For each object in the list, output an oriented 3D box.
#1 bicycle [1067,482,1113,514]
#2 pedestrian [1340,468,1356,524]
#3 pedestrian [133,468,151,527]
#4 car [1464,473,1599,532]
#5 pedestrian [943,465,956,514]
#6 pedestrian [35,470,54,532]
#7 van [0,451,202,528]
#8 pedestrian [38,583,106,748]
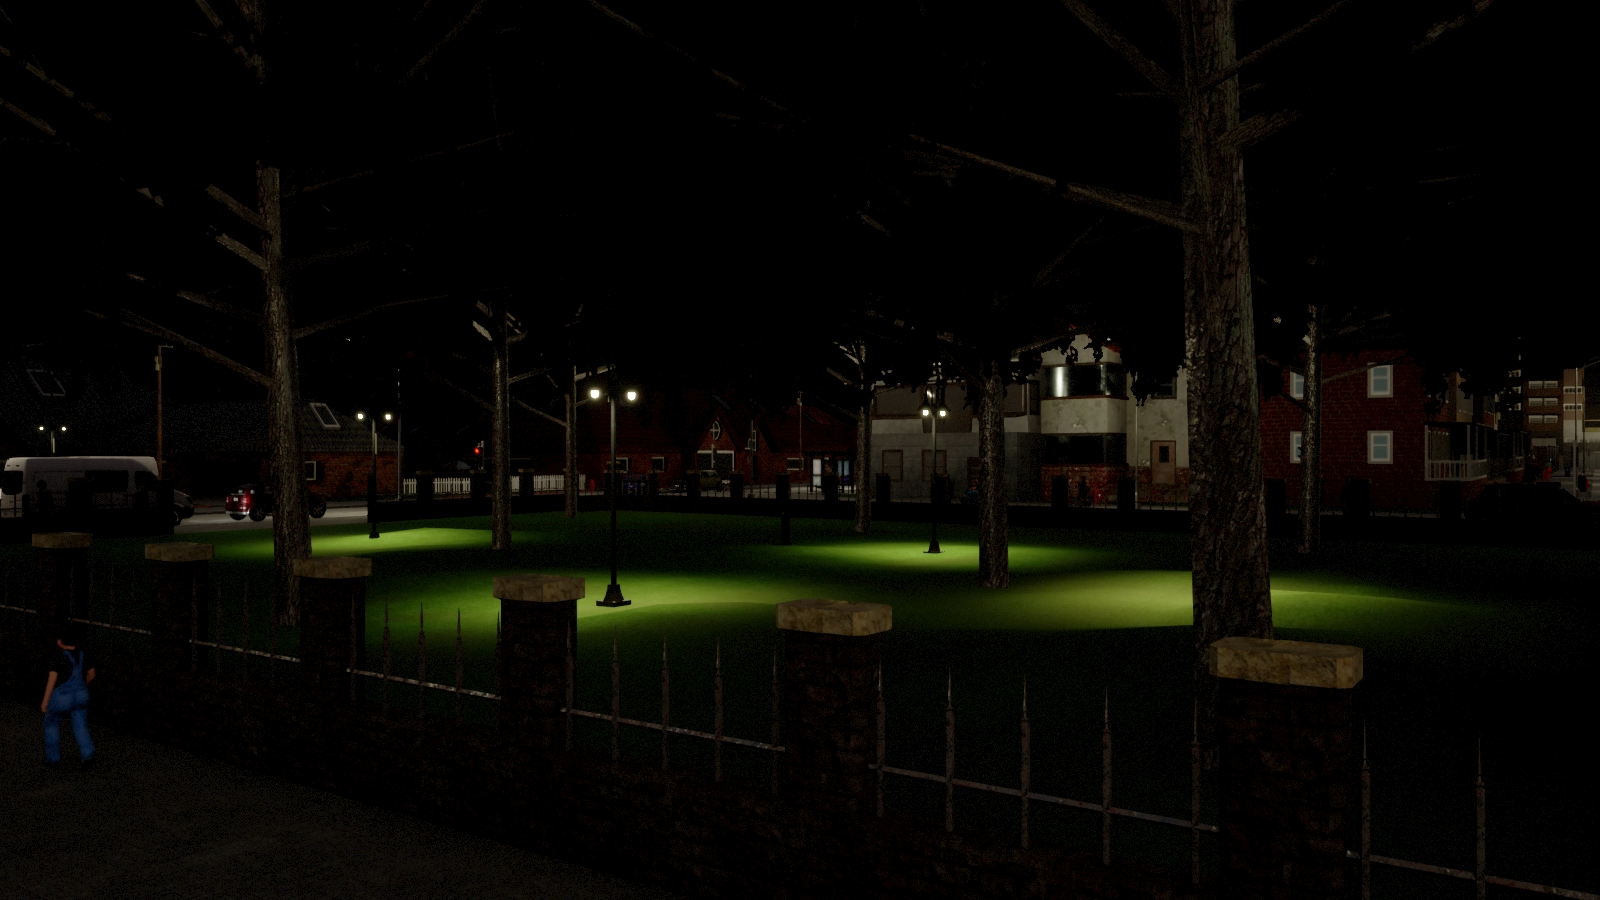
[{"bbox_3d":[11.799,1.940,46.494,1.835,1.271,0.329,0,0,35],"label":"bicycle"},{"bbox_3d":[18.305,1.525,38.186,0.375,1.860,0.375,0,0,8],"label":"pedestrian"},{"bbox_3d":[-21.099,1.525,36.628,0.375,1.860,0.375,0,0,35],"label":"pedestrian"},{"bbox_3d":[24.565,1.685,37.563,4.553,1.767,2.097,0,0,35],"label":"car"},{"bbox_3d":[5.781,1.524,44.158,0.375,1.860,0.375,0,0,33],"label":"pedestrian"},{"bbox_3d":[-22.758,1.525,34.408,0.375,1.860,0.375,0,0,37],"label":"pedestrian"},{"bbox_3d":[-24.847,1.314,40.778,1.988,2.561,5.915,0,0,36],"label":"van"},{"bbox_3d":[-6.154,1.805,9.660,0.375,1.300,0.375,0,0,35],"label":"pedestrian"}]
